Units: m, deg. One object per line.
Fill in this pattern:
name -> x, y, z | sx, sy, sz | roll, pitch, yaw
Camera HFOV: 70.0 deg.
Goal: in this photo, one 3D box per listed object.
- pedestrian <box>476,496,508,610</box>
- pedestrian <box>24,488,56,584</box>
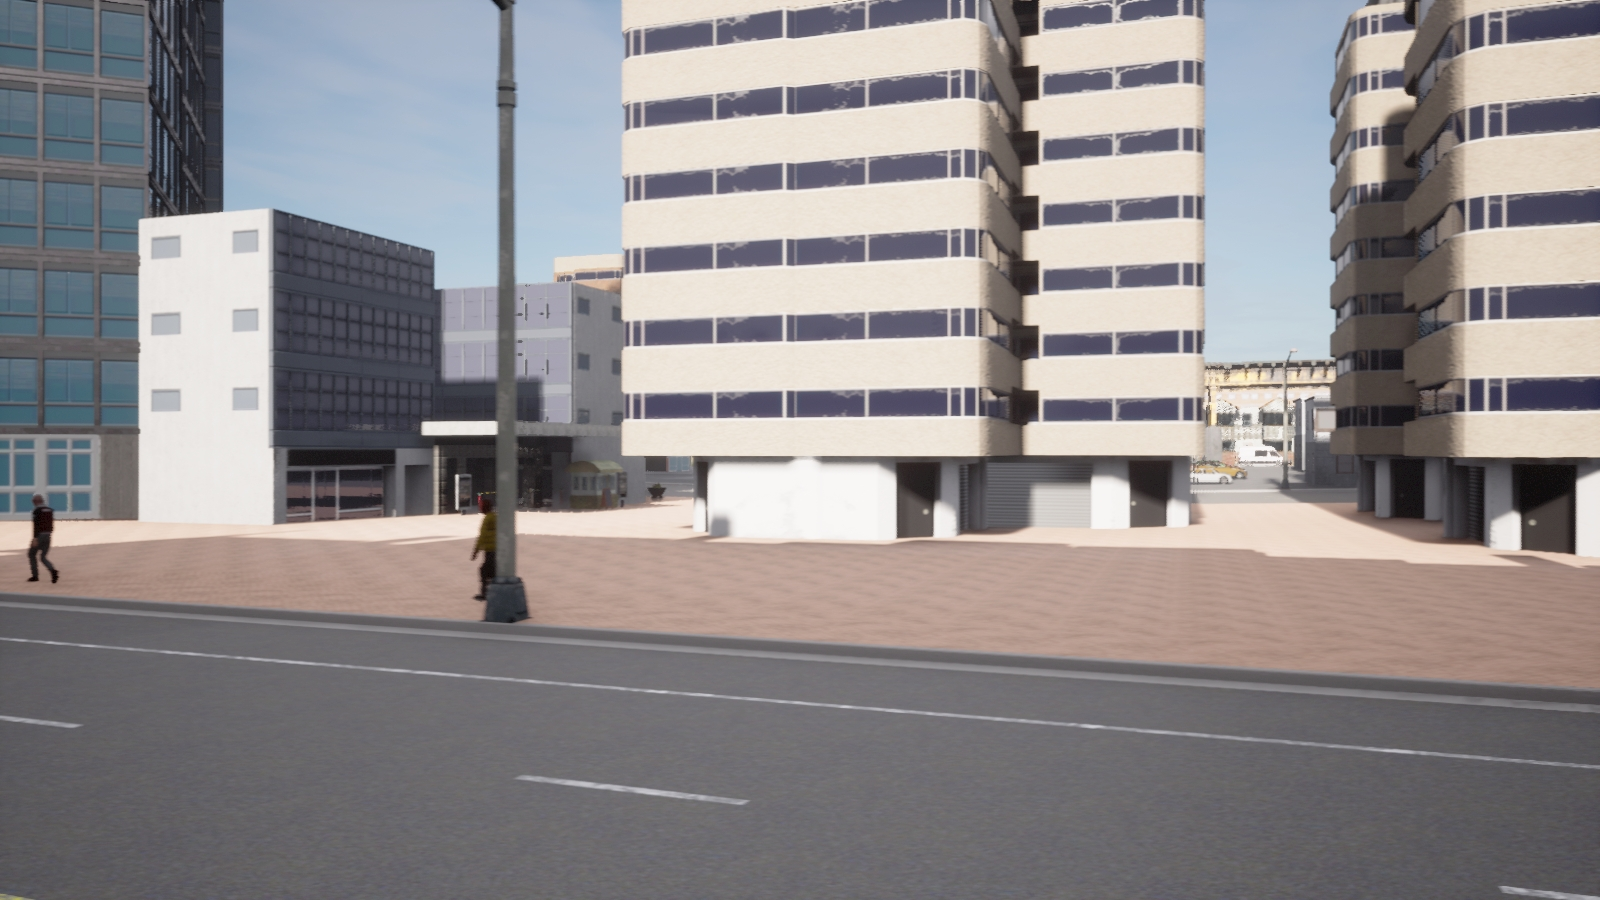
pedestrian -> -5.114, 1.696, 18.987 | 0.375, 1.860, 0.375 | 0, 0, 20
pedestrian -> -15.083, 1.698, 22.668 | 0.375, 1.860, 0.375 | 0, 0, 20
